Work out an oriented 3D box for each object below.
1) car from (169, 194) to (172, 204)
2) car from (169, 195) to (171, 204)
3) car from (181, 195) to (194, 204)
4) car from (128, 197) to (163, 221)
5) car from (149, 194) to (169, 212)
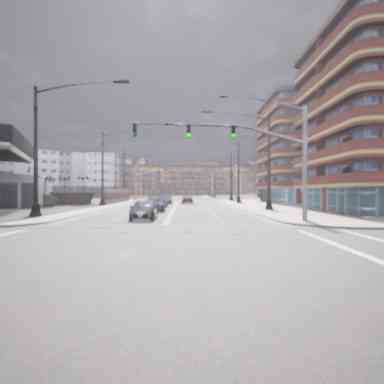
[{"bbox_3d":[-4.417,1.113,55.601,2.097,1.767,4.553,0,0,-1],"label":"car"},{"bbox_3d":[-4.198,1.405,45.428,1.895,1.301,4.718,0,0,-1],"label":"car"},{"bbox_3d":[-0.793,1.287,56.378,1.812,1.442,4.674,0,0,-1],"label":"car"},{"bbox_3d":[-3.687,1.380,25.721,2.128,1.511,4.902,0,0,-1],"label":"car"},{"bbox_3d":[-3.939,1.199,35.435,2.097,1.767,4.553,0,0,-1],"label":"car"}]
